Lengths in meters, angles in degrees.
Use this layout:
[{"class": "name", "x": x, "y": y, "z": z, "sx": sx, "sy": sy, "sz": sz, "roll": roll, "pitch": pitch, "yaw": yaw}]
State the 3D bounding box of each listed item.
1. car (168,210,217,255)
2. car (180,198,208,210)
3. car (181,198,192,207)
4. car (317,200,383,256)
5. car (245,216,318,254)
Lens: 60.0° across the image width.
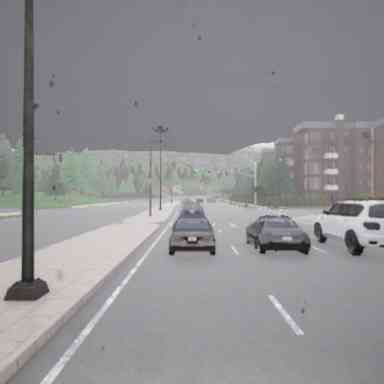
[{"class": "car", "x": 0.012, "y": 1.686, "z": 13.944, "sx": 2.033, "sy": 1.411, "sz": 5.357, "roll": 0, "pitch": -1, "yaw": 0}, {"class": "car", "x": 0.013, "y": 1.637, "z": 29.065, "sx": 2.097, "sy": 1.767, "sz": 4.553, "roll": 0, "pitch": -1, "yaw": 0}, {"class": "car", "x": -1.152, "y": 2.016, "z": 67.125, "sx": 2.097, "sy": 1.767, "sz": 4.553, "roll": 0, "pitch": -1, "yaw": -1}, {"class": "car", "x": 7.012, "y": 1.354, "z": 13.965, "sx": 2.150, "sy": 2.045, "sz": 5.566, "roll": 0, "pitch": 0, "yaw": 0}, {"class": "car", "x": 3.516, "y": 1.705, "z": 14.229, "sx": 1.994, "sy": 1.385, "sz": 4.181, "roll": 0, "pitch": -1, "yaw": 0}]
